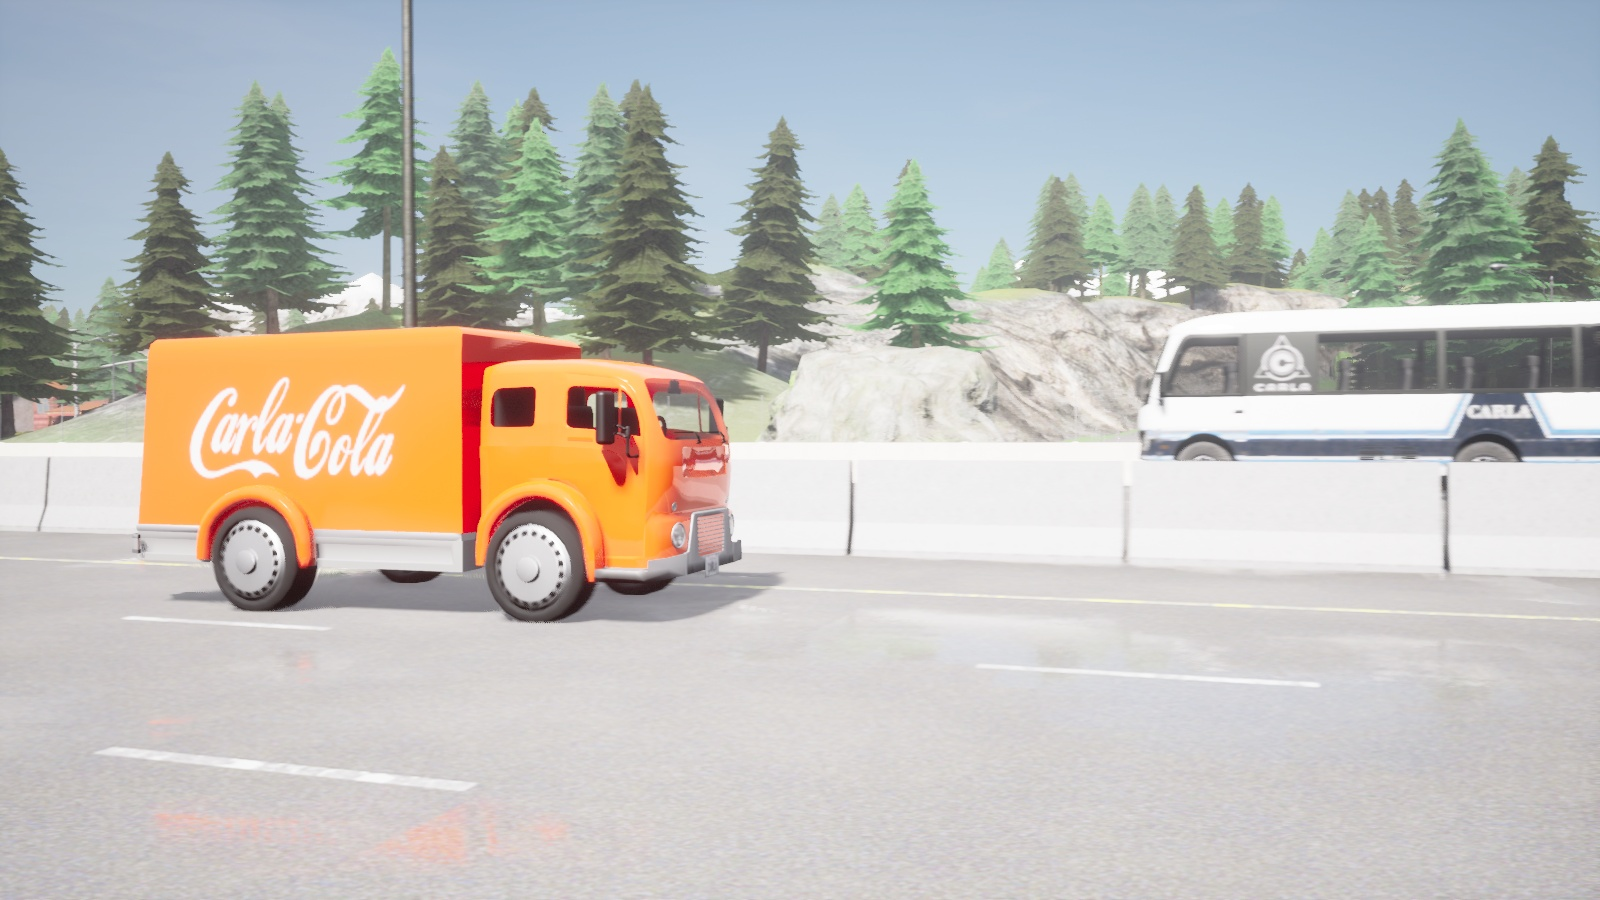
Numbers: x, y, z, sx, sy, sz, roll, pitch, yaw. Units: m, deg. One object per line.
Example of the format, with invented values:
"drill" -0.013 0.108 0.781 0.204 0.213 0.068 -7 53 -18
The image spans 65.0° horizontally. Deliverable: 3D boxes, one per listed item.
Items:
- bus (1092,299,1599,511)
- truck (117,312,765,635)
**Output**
"bus" 12.119 -0.963 28.635 10.273 4.253 3.944 0 1 19
"truck" -3.225 0.141 11.656 5.204 2.467 2.627 1 1 19
